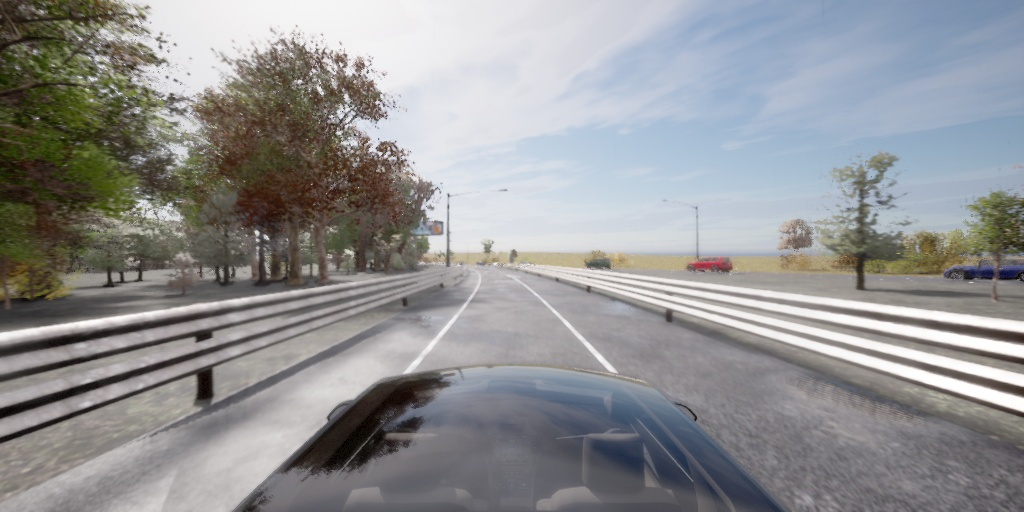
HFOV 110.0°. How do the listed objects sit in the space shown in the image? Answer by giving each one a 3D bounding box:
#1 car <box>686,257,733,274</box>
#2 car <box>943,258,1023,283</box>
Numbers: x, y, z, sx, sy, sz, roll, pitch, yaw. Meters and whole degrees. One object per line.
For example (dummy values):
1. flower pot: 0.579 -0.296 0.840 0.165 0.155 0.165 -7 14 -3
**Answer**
1. car: 25.022 1.110 45.545 2.150 2.045 5.566 0 -1 -25
2. car: 34.273 0.941 25.506 2.097 1.767 4.553 0 -1 -25
